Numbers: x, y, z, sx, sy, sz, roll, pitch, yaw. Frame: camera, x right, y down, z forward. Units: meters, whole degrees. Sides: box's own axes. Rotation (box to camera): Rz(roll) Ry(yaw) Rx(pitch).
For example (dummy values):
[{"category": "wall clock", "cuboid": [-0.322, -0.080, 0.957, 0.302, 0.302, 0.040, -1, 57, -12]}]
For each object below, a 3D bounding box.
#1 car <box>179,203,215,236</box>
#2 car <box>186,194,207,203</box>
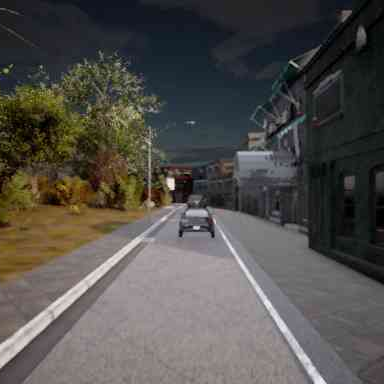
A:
[{"category": "car", "cuboid": [0.259, 1.531, 18.162, 1.812, 1.442, 4.674, 0, 0, 1]}, {"category": "car", "cuboid": [0.536, 1.247, 37.141, 2.150, 2.045, 5.566, 0, 0, 1]}]
